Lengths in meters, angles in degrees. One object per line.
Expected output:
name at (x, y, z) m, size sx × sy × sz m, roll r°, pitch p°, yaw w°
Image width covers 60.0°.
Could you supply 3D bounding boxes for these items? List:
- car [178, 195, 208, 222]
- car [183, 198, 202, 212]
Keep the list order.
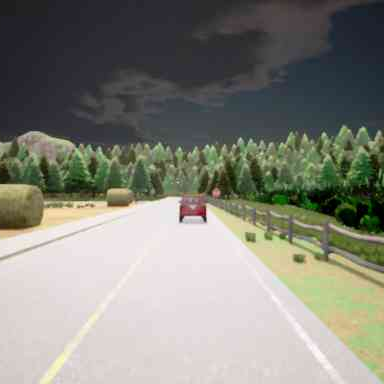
car at (0.079, 1.247, 26.758) m, size 2.150 × 2.045 × 5.566 m, roll 0°, pitch 0°, yaw 0°
car at (0.080, 1.529, 40.331) m, size 2.128 × 1.511 × 4.902 m, roll 0°, pitch 0°, yaw 0°
